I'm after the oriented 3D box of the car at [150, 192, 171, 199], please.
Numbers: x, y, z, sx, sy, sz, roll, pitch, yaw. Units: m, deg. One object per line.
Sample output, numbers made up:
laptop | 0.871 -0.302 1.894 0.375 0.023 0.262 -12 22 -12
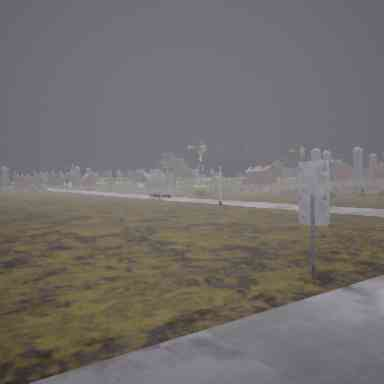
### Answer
car | -5.613 0.575 59.202 1.895 1.301 4.718 -2 2 -36
